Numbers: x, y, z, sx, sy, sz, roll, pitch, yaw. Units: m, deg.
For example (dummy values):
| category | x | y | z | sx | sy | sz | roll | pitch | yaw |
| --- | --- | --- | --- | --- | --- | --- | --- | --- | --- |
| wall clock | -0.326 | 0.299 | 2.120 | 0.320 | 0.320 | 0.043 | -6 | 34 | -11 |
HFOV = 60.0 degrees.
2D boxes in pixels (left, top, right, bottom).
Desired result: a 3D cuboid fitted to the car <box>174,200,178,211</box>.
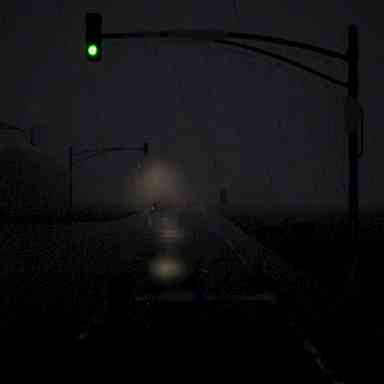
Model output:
| category | x | y | z | sx | sy | sz | roll | pitch | yaw |
| --- | --- | --- | --- | --- | --- | --- | --- | --- | --- |
| car | -3.568 | 1.847 | 47.091 | 2.097 | 1.767 | 4.553 | 0 | -1 | 0 |

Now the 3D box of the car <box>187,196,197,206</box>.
| category | x | y | z | sx | sy | sz | roll | pitch | yaw |
| --- | --- | --- | --- | --- | --- | --- | --- | --- | --- |
| car | 0.031 | 2.074 | 70.424 | 2.097 | 1.767 | 4.553 | 0 | -1 | 0 |

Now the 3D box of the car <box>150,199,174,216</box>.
| category | x | y | z | sx | sy | sz | roll | pitch | yaw |
| --- | --- | --- | --- | --- | --- | --- | --- | --- | --- |
| car | -3.573 | 1.759 | 38.310 | 2.097 | 1.767 | 4.553 | 0 | -1 | 0 |

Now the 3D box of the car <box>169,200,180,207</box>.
| category | x | y | z | sx | sy | sz | roll | pitch | yaw |
| --- | --- | --- | --- | --- | --- | --- | --- | --- | --- |
| car | -3.471 | 2.238 | 65.650 | 1.994 | 1.385 | 4.181 | 0 | -1 | 0 |

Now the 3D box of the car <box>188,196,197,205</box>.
| category | x | y | z | sx | sy | sz | roll | pitch | yaw |
| --- | --- | --- | --- | --- | --- | --- | --- | --- | --- |
| car | 0.036 | 2.036 | 80.639 | 2.150 | 2.045 | 5.566 | 0 | 0 | 0 |

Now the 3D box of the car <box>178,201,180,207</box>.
| category | x | y | z | sx | sy | sz | roll | pitch | yaw |
| --- | --- | --- | --- | --- | --- | --- | --- | --- | --- |
| car | -3.546 | 2.107 | 55.904 | 1.812 | 1.442 | 4.674 | 0 | -1 | 1 |
